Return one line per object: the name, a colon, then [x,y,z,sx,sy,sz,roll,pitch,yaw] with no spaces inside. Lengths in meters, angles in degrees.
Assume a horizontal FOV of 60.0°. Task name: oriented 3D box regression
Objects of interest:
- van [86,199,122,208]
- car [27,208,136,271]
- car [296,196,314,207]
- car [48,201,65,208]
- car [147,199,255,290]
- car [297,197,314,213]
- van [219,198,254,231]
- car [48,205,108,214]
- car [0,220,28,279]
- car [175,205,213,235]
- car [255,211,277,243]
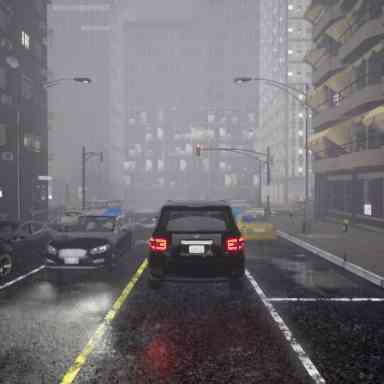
van: [-5.638,1.336,21.234,1.690,1.788,3.998,-1,0,0]
car: [-3.063,1.489,10.925,2.128,1.511,4.902,0,0,0]
car: [15.362,1.337,40.471,5.009,1.841,2.192,0,1,1]
car: [-16.123,1.490,34.962,5.357,1.411,2.033,0,1,1]
car: [0.107,1.219,9.230,2.150,2.045,5.566,0,0,0]
car: [14.928,1.582,37.875,4.674,1.442,1.812,0,1,-1]
van: [2.742,1.336,21.179,1.690,1.788,3.998,-1,0,0]
car: [-5.652,1.547,15.632,2.008,1.369,4.403,-1,0,0]
car: [-5.669,1.563,10.030,1.947,1.339,4.313,-1,0,0]
car: [0.126,1.560,19.525,1.994,1.385,4.181,0,0,1]
car: [2.728,1.522,15.748,1.752,1.417,4.829,-1,0,0]
